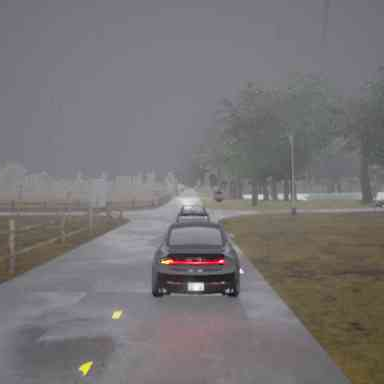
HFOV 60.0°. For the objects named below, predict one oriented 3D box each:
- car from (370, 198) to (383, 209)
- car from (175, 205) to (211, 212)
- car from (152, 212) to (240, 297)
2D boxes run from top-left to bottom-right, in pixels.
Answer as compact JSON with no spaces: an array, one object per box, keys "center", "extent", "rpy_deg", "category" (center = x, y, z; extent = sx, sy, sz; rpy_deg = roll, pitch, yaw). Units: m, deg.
[{"center":[22.036,1.047,36.253],"extent":[4.892,1.490,1.837],"rpy_deg":[-2,-1,0],"category":"car"},{"center":[0.067,1.478,18.979],"extent":[2.128,1.511,4.902],"rpy_deg":[0,0,0],"category":"car"},{"center":[0.086,1.501,8.559],"extent":[1.837,1.490,4.892],"rpy_deg":[0,0,0],"category":"car"}]
